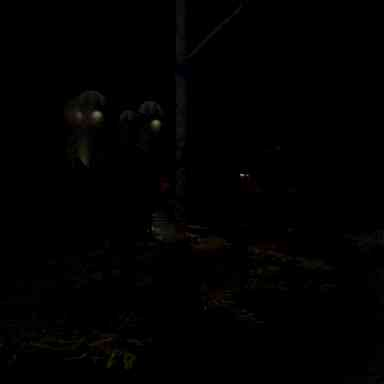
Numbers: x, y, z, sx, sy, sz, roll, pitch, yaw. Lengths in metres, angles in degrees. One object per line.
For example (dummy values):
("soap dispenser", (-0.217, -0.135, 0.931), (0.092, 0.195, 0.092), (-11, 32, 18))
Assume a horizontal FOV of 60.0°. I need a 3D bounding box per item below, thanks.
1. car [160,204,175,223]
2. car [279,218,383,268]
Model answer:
("car", (-2.957, 1.504, 23.506), (1.837, 1.490, 4.892), (0, 0, -36))
("car", (5.438, 1.601, 11.494), (1.895, 1.301, 4.718), (0, 0, -34))
